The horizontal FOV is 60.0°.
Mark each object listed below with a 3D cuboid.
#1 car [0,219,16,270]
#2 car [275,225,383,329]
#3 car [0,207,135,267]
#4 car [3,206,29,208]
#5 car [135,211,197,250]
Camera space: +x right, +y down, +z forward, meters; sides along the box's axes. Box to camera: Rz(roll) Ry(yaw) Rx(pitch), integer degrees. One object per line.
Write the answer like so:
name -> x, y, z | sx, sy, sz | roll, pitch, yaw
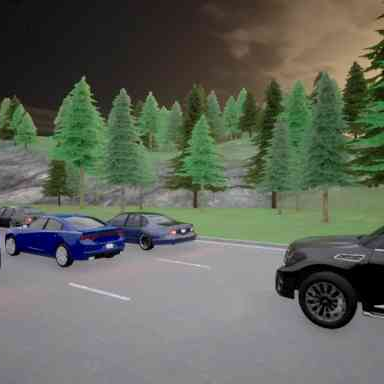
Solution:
car -> -6.951, 1.505, 8.925 | 4.892, 1.490, 1.837 | 0, 0, 36
car -> 4.211, 1.221, 5.292 | 5.566, 2.045, 2.150 | 0, 0, 35
car -> -4.499, 1.478, 11.474 | 5.008, 1.535, 1.882 | 0, 0, 36
car -> -10.605, 1.547, 20.066 | 5.357, 1.411, 2.033 | 0, 0, 35
car -> -2.377, 1.547, 14.261 | 5.357, 1.411, 2.033 | 0, 0, 35
